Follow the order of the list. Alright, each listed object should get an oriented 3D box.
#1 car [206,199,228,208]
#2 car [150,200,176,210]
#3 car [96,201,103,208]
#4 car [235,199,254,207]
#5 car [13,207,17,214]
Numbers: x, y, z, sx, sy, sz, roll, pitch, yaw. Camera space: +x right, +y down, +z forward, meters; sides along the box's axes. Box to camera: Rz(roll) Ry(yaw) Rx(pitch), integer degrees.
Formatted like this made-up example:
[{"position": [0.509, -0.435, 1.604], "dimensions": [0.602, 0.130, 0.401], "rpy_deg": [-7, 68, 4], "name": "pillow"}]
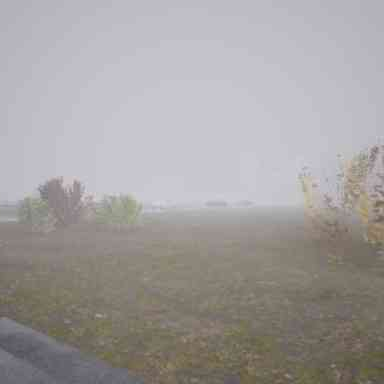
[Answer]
[{"position": [4.298, 1.925, 56.708], "dimensions": [1.882, 1.535, 5.008], "rpy_deg": [-1, -1, 36], "name": "car"}, {"position": [-4.349, 1.916, 50.876], "dimensions": [1.812, 1.442, 4.674], "rpy_deg": [-1, -1, 36], "name": "car"}, {"position": [-10.132, 1.503, 42.862], "dimensions": [2.150, 2.045, 5.566], "rpy_deg": [-1, -1, 36], "name": "car"}, {"position": [10.323, 2.109, 65.110], "dimensions": [2.033, 1.411, 5.357], "rpy_deg": [-1, -1, 36], "name": "car"}, {"position": [-15.982, 1.677, 34.741], "dimensions": [1.837, 1.490, 4.892], "rpy_deg": [-1, -1, 36], "name": "car"}]
